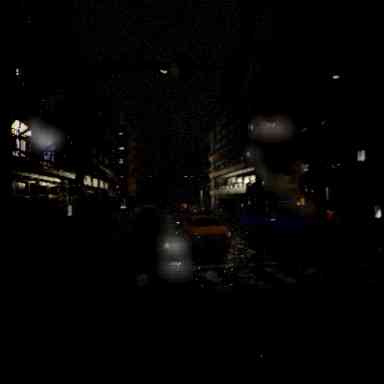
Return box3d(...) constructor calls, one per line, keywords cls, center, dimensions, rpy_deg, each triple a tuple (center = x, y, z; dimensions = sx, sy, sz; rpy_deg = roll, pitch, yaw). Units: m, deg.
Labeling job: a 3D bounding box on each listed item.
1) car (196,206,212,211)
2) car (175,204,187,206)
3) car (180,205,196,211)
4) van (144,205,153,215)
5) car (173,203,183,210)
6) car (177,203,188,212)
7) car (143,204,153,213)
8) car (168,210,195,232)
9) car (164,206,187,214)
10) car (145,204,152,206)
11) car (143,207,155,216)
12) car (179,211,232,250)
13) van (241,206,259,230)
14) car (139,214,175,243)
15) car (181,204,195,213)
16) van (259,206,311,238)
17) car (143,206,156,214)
box3d(cls="car", center=(2.153, 3.000, 49.020), dimensions=(1.802, 1.307, 4.206), rpy_deg=(-2, -2, -8))
box3d(cls="car", center=(-2.147, 3.367, 61.252), dimensions=(1.837, 1.490, 4.892), rpy_deg=(-1, -2, -8))
box3d(cls="car", center=(-0.646, 3.115, 50.435), dimensions=(1.895, 1.301, 4.718), rpy_deg=(-1, -2, -8))
box3d(cls="van", center=(-8.425, 3.422, 64.547), dimensions=(1.690, 1.788, 3.998), rpy_deg=(-2, -2, -8))
box3d(cls="car", center=(-3.988, 4.165, 93.399), dimensions=(2.192, 1.841, 5.009), rpy_deg=(-2, -2, -8))
box3d(cls="car", center=(-2.456, 3.806, 82.306), dimensions=(2.192, 1.841, 5.009), rpy_deg=(-2, -2, -8))
box3d(cls="car", center=(-9.982, 3.754, 75.638), dimensions=(2.192, 1.841, 5.009), rpy_deg=(-2, -2, -8))
box3d(cls="car", center=(-0.612, 2.417, 26.818), dimensions=(1.895, 1.301, 4.718), rpy_deg=(-1, -2, -8))
box3d(cls="car", center=(-1.984, 2.643, 36.808), dimensions=(1.837, 1.490, 4.892), rpy_deg=(-1, -2, -8))
box3d(cls="car", center=(-6.889, 3.164, 53.452), dimensions=(1.967, 1.590, 4.097), rpy_deg=(-2, -2, -8))
box3d(cls="car", center=(-7.652, 3.453, 58.995), dimensions=(2.008, 1.369, 4.403), rpy_deg=(-2, -2, -8))
box3d(cls="car", center=(0.670, 1.995, 17.508), dimensions=(1.882, 1.535, 5.008), rpy_deg=(-1, -2, -9))
box3d(cls="van", center=(5.212, 2.046, 26.840), dimensions=(1.690, 1.788, 3.998), rpy_deg=(-2, -2, -8))
box3d(cls="car", center=(-2.284, 2.235, 20.168), dimensions=(1.802, 1.307, 4.206), rpy_deg=(-2, -2, -8))
box3d(cls="car", center=(-0.922, 3.449, 71.213), dimensions=(2.192, 1.841, 5.009), rpy_deg=(-2, -2, -8))
box3d(cls="van", center=(5.979, 1.867, 21.293), dimensions=(1.690, 1.788, 3.998), rpy_deg=(-2, -2, -8))
box3d(cls="car", center=(-6.118, 3.127, 47.902), dimensions=(1.802, 1.307, 4.206), rpy_deg=(-2, -2, -8))
